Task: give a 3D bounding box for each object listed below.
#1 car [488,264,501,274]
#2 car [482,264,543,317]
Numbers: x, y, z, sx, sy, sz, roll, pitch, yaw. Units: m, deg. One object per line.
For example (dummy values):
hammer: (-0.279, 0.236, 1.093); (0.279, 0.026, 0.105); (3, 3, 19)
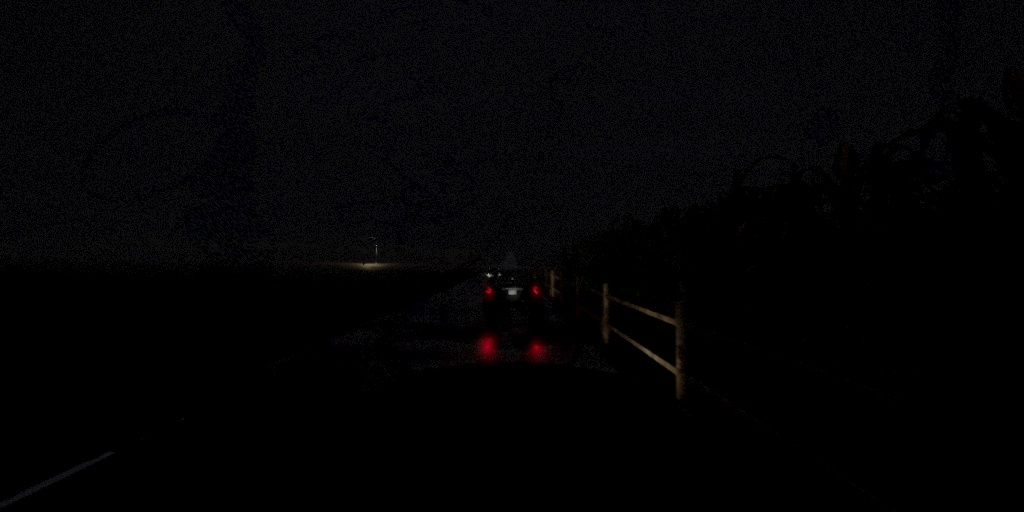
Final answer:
car: (-2.820, 2.040, 58.565); (1.882, 1.535, 5.008); (0, -1, 1)
car: (0.044, 1.271, 14.093); (2.097, 1.767, 4.553); (0, -1, 1)
